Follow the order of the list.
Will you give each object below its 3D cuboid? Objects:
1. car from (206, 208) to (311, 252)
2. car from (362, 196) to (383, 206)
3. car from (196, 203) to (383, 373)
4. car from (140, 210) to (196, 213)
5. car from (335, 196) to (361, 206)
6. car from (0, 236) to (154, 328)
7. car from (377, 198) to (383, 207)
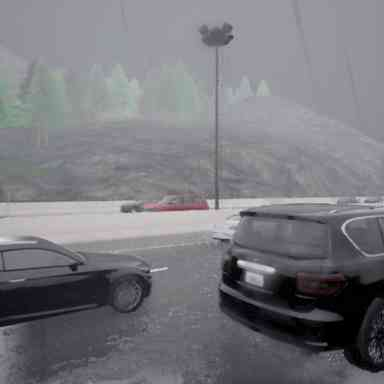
[{"bbox_3d":[3.000,1.528,14.490,4.674,1.442,1.812,0,0,-36],"label":"car"},{"bbox_3d":[30.884,1.484,56.049,5.008,1.535,1.882,0,0,-35],"label":"car"},{"bbox_3d":[2.998,1.222,5.889,5.566,2.045,2.150,0,0,-36],"label":"car"},{"bbox_3d":[-1.283,1.224,24.581,5.566,2.045,2.150,0,0,-36],"label":"car"},{"bbox_3d":[26.997,1.511,57.582,4.892,1.490,1.837,0,0,-35],"label":"car"},{"bbox_3d":[-2.949,1.527,5.953,4.674,1.442,1.812,0,0,-35],"label":"car"},{"bbox_3d":[31.094,1.607,51.920,4.718,1.301,1.895,0,0,-35],"label":"car"}]
